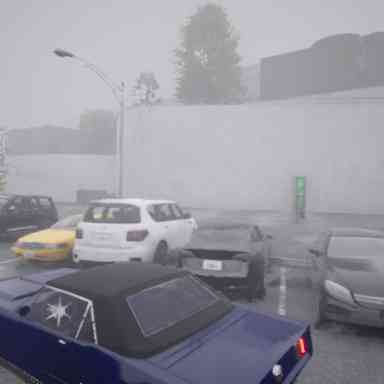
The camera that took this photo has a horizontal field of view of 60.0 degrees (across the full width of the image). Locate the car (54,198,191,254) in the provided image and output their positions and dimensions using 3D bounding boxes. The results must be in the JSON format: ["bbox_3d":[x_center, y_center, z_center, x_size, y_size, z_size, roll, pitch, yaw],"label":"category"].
[{"bbox_3d":[-1.417,1.225,10.532,2.435,2.045,5.566,0,-1,16],"label":"car"}]

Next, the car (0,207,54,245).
[{"bbox_3d":[-3.917,1.458,12.070,1.946,1.575,5.366,1,0,15],"label":"car"}]

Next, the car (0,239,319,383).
[{"bbox_3d":[-1.130,1.599,4.184,4.718,1.301,1.895,0,0,36],"label":"car"}]

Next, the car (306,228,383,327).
[{"bbox_3d":[3.470,1.529,7.011,2.002,1.452,4.674,1,-1,16],"label":"car"}]

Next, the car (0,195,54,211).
[{"bbox_3d":[-8.756,1.174,15.708,2.435,2.045,5.566,1,0,16],"label":"car"}]

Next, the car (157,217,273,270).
[{"bbox_3d":[1.021,1.512,8.787,2.163,1.488,4.792,0,-1,16],"label":"car"}]
